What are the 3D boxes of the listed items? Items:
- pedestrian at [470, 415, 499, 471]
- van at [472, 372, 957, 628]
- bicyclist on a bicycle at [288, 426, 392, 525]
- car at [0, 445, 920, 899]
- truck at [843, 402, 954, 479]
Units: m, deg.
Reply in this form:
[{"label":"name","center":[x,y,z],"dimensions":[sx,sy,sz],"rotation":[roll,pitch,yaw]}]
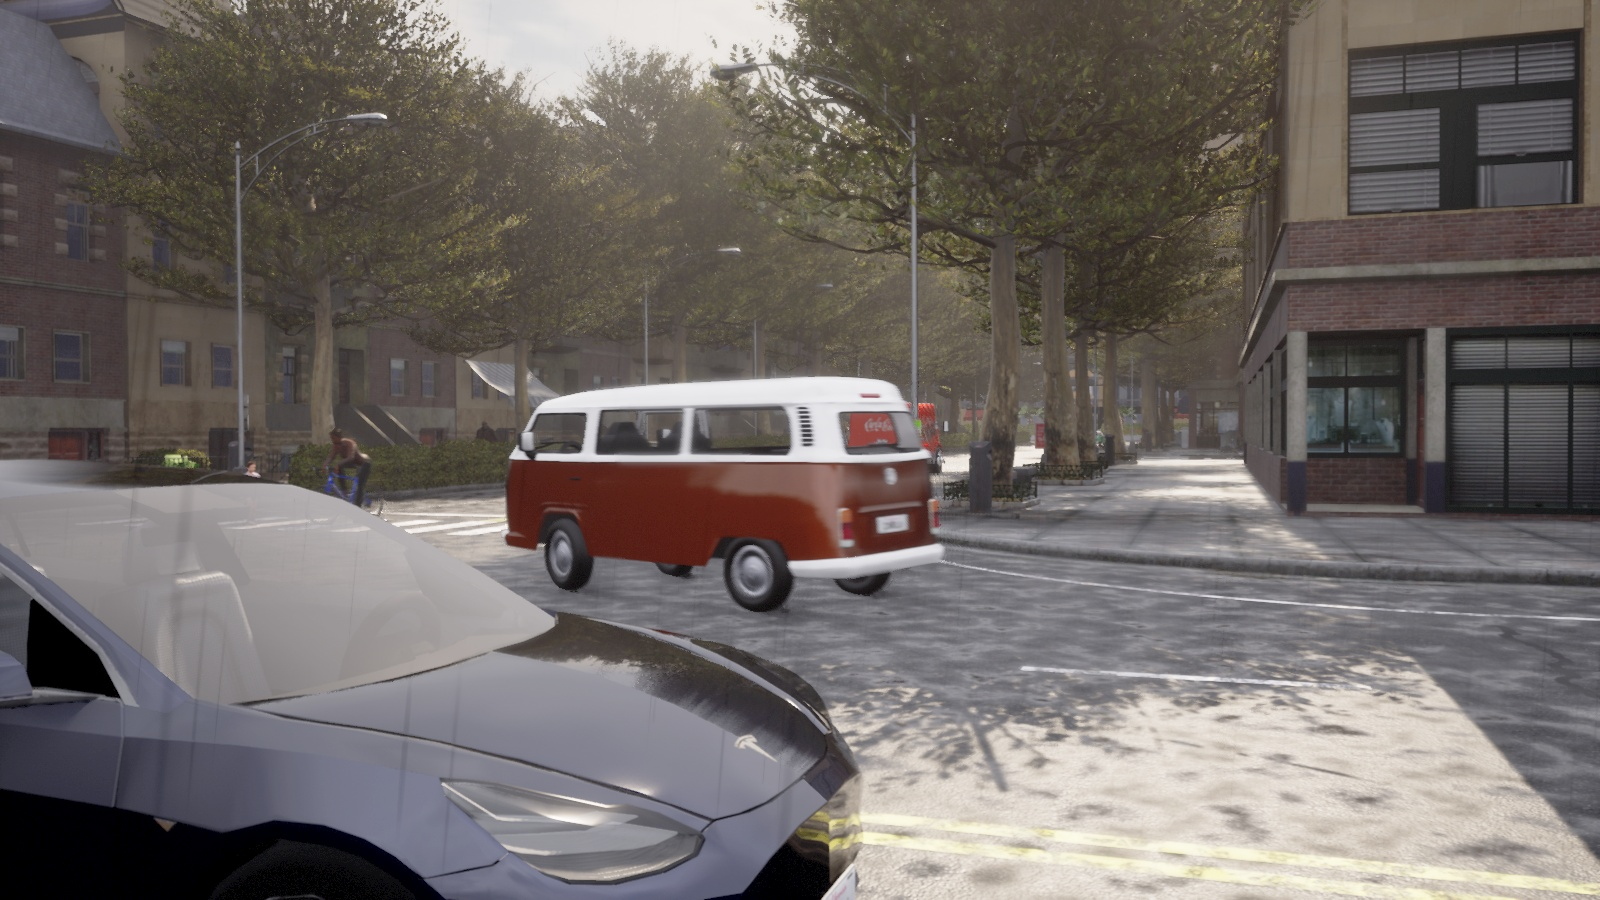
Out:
[{"label":"pedestrian","center":[-10.477,-0.232,41.718],"dimensions":[0.634,1.844,0.899],"rotation":[0,1,12]},{"label":"van","center":[-0.943,0.349,12.196],"dimensions":[4.480,2.038,2.069],"rotation":[1,2,39]},{"label":"bicyclist on a bicycle","center":[-7.783,0.404,21.323],"dimensions":[0.582,1.620,1.656],"rotation":[0,1,28]},{"label":"car","center":[-2.220,0.754,3.934],"dimensions":[4.792,1.488,2.163],"rotation":[1,1,19]},{"label":"truck","center":[3.494,-0.345,43.266],"dimensions":[2.627,2.467,5.204],"rotation":[1,1,18]}]
